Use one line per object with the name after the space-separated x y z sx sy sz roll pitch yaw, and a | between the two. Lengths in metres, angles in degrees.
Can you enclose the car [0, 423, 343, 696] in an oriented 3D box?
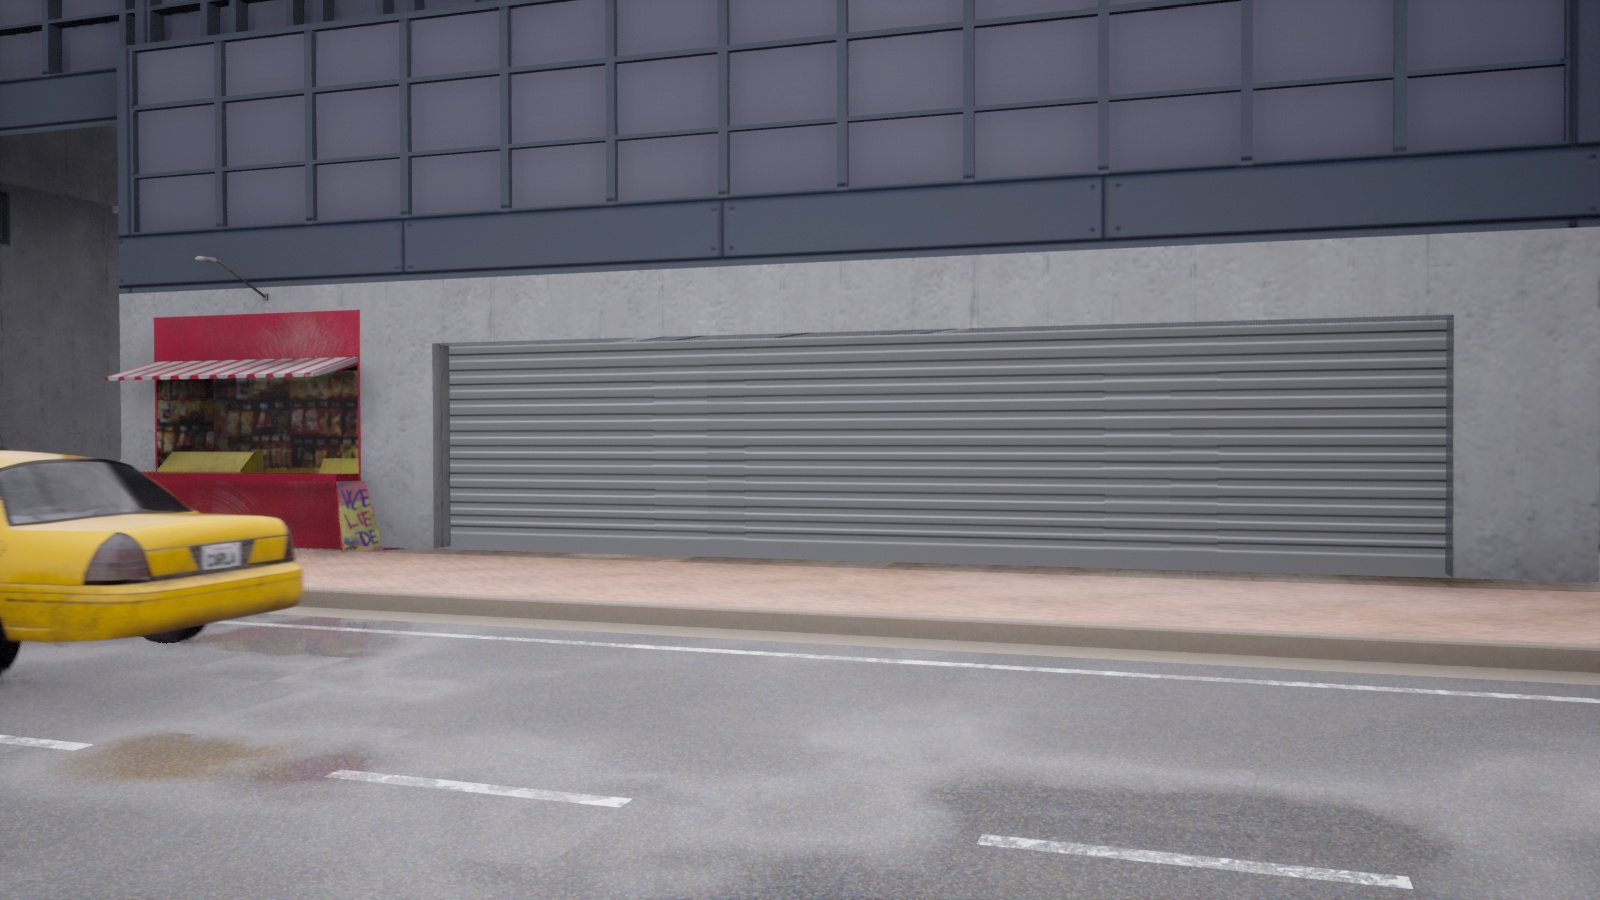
-6.091 0.599 8.970 5.366 1.575 1.801 1 1 19 | car
